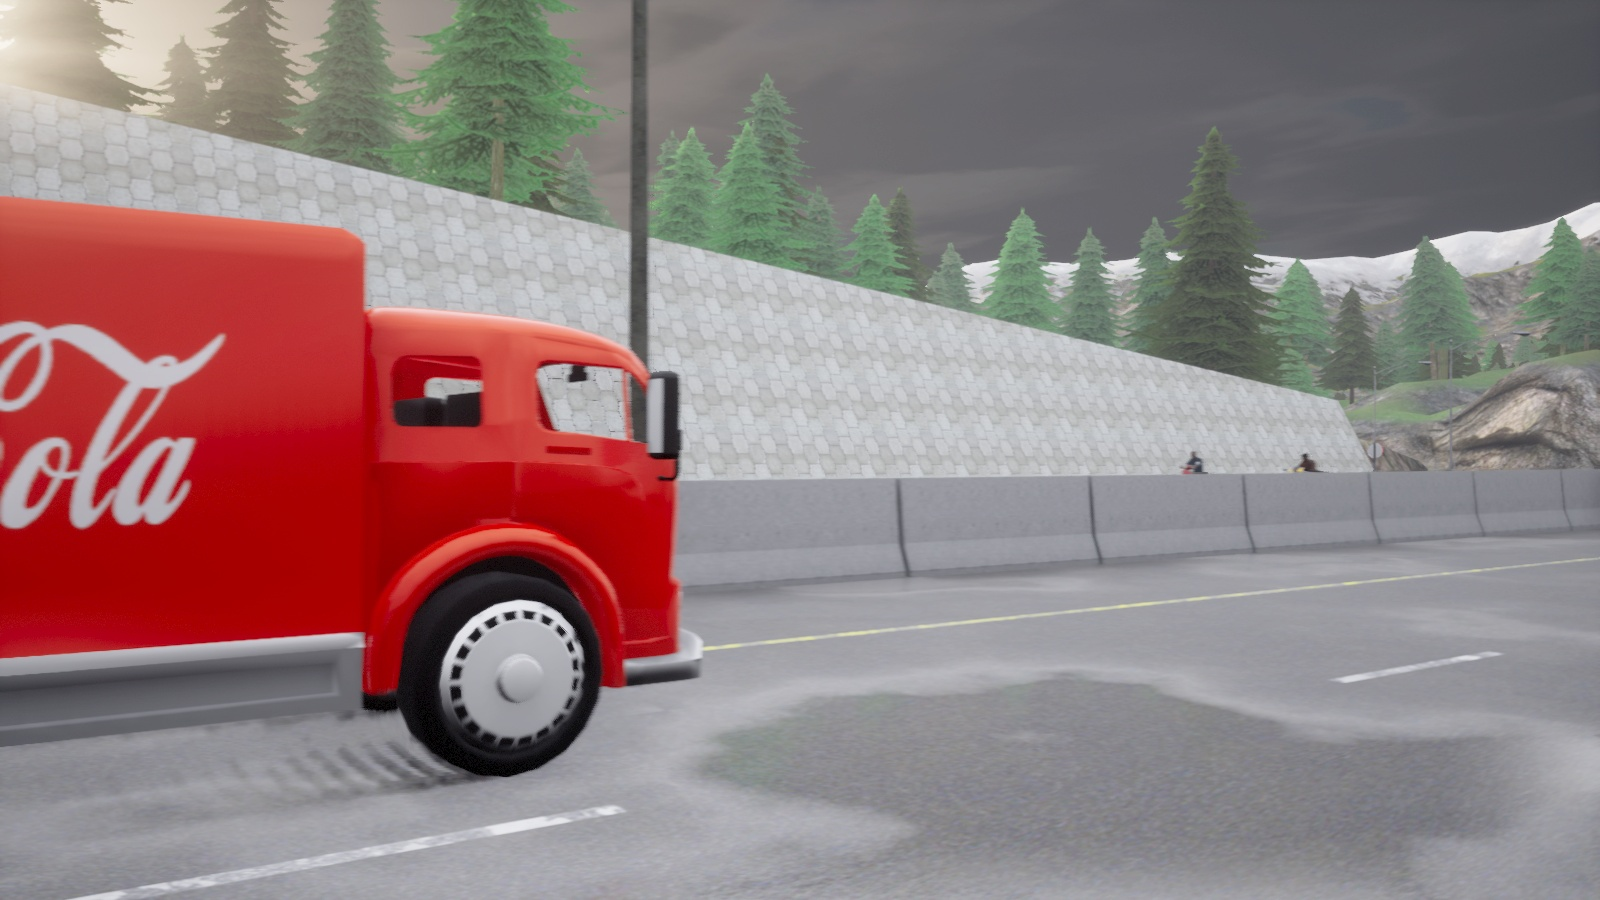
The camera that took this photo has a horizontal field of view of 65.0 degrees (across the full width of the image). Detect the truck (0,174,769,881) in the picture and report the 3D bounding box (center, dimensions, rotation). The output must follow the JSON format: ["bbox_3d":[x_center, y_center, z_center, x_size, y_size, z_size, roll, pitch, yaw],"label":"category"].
[{"bbox_3d":[-3.039,0.276,5.809,5.204,2.467,2.627,0,0,-35],"label":"truck"}]
